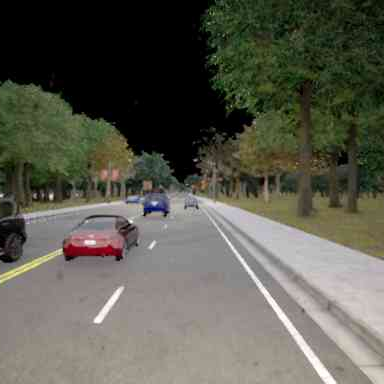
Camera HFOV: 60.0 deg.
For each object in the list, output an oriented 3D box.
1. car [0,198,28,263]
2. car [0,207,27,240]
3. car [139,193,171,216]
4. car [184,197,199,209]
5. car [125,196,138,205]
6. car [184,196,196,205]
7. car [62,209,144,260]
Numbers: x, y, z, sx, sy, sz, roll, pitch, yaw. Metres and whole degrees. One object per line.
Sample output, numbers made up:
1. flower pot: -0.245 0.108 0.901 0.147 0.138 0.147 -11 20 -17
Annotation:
1. car: -6.610 1.195 8.957 2.150 2.045 5.566 0 0 0
2. car: -9.874 1.506 15.151 2.033 1.411 5.357 0 0 0
3. car: -3.246 1.148 31.276 2.150 2.045 5.566 0 0 0
4. car: -0.085 1.463 43.636 2.033 1.411 5.357 0 0 0
5. car: -10.115 1.395 56.851 1.882 1.535 5.008 0 0 0
6. car: -0.328 1.482 58.288 1.994 1.385 4.181 0 0 -1
7. car: -3.167 1.529 12.318 1.994 1.385 4.181 0 0 0
